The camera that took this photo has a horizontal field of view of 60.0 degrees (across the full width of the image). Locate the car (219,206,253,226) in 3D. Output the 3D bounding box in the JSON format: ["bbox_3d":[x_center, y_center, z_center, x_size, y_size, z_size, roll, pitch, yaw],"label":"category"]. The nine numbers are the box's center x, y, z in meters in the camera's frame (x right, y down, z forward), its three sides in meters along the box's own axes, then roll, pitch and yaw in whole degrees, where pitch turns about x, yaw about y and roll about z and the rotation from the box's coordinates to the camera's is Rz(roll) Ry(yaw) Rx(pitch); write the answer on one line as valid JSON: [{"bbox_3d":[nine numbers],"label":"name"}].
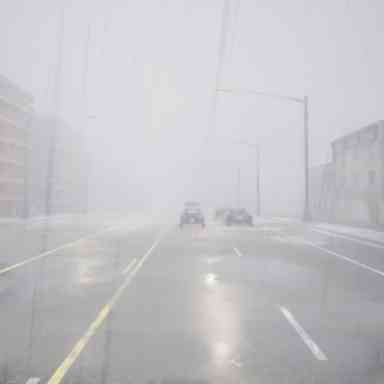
[{"bbox_3d":[3.542,1.908,26.352,1.994,1.385,4.181,0,-2,0],"label":"car"}]

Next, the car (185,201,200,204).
[{"bbox_3d":[0.049,2.046,38.010,2.150,2.045,5.566,0,-2,0],"label":"car"}]

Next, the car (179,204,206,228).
[{"bbox_3d":[0.030,1.815,24.570,1.812,1.442,4.674,0,-2,1],"label":"car"}]

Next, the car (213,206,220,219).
[{"bbox_3d":[3.554,2.378,39.341,2.128,1.511,4.902,0,-3,0],"label":"car"}]
